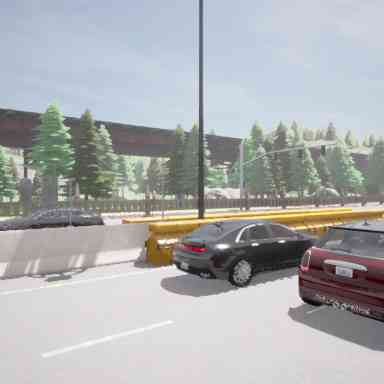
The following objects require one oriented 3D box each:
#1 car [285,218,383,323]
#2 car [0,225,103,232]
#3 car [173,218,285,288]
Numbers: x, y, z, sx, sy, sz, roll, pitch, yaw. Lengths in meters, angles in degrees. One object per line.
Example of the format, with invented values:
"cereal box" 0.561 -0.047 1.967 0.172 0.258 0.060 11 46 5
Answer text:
"car" 4.269 1.352 6.802 4.553 1.767 2.097 0 0 -36
"car" -6.805 1.493 16.283 4.902 1.511 2.128 0 0 -35
"car" 1.787 1.505 9.330 4.892 1.490 1.837 0 0 -36
